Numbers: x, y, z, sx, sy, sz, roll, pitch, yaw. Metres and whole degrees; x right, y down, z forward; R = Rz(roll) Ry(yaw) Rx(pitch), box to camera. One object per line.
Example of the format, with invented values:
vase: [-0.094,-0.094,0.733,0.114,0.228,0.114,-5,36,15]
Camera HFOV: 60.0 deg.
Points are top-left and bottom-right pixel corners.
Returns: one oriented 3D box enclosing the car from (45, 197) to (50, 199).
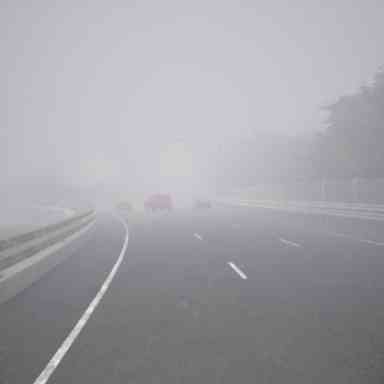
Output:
car: [-36.461,1.867,81.804,4.181,1.385,1.994,-1,0,37]

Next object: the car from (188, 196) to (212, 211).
car: [1.076,1.441,40.404,1.882,1.535,5.008,-1,0,-9]

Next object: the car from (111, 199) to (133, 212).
car: [-8.361,1.536,39.537,1.882,1.535,5.008,-1,0,-23]

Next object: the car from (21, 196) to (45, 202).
car: [-37.346,1.825,78.049,4.892,1.490,1.837,-1,0,37]

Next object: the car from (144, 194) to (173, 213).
car: [-3.875,1.239,37.882,2.150,2.045,5.566,-1,0,-22]
